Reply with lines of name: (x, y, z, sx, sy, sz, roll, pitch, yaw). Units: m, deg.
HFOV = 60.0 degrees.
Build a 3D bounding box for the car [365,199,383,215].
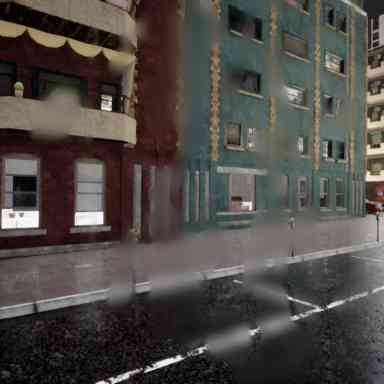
car: (15.702, 1.241, 32.220, 2.192, 1.841, 5.009, 1, 0, -36)
